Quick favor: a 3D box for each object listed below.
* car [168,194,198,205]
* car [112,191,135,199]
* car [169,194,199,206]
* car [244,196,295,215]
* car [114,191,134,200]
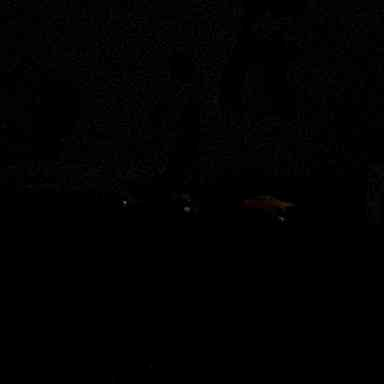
[{"bbox_3d":[-1.296,0.960,45.875,1.895,1.301,4.718,1,1,-36],"label":"car"},{"bbox_3d":[-12.836,0.564,62.033,2.033,1.411,5.357,1,1,-35],"label":"car"},{"bbox_3d":[-1.086,0.937,40.519,1.812,1.442,4.674,1,0,-36],"label":"car"},{"bbox_3d":[6.774,1.128,29.491,1.882,1.535,5.008,1,0,-36],"label":"car"},{"bbox_3d":[-11.345,0.637,55.049,1.837,1.490,4.892,1,1,-36],"label":"car"}]
